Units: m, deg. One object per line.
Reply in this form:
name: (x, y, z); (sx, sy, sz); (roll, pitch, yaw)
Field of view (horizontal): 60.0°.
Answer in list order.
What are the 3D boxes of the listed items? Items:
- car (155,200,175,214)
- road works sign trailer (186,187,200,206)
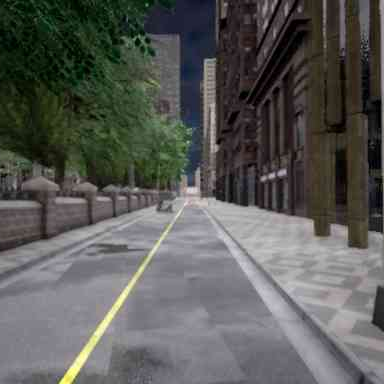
car: (-3.098, 1.705, 38.681); (1.837, 1.490, 4.892); (0, 0, 0)
road works sign trailer: (-0.008, 0.802, 62.489); (2.380, 3.560, 2.880); (0, 0, 0)
